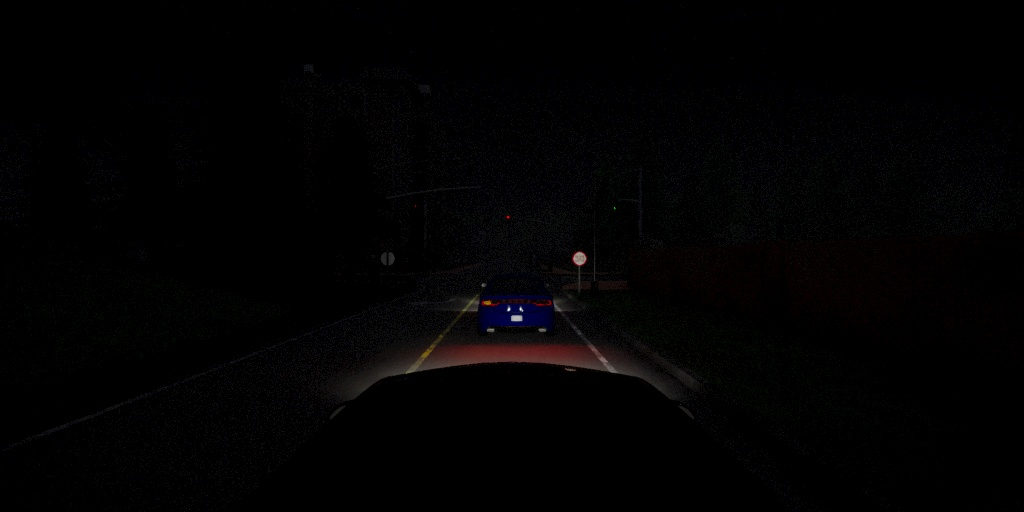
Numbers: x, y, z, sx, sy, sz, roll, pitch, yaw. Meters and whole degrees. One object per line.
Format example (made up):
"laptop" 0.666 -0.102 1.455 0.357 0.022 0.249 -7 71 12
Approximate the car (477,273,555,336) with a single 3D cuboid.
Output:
"car" 0.098 1.228 10.415 1.882 1.535 5.008 0 0 0
